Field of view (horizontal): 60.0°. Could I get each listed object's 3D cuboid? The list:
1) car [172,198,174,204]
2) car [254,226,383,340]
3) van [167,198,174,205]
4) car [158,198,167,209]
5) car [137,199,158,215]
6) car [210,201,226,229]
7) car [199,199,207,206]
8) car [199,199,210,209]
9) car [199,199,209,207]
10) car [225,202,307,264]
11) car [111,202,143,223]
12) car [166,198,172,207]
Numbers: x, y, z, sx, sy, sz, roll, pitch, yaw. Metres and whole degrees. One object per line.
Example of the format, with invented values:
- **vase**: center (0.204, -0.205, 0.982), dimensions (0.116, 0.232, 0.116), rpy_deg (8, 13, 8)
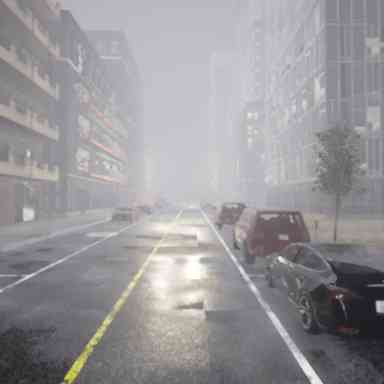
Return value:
- **car**: center (-5.757, 2.190, 72.917), dimensions (2.192, 1.841, 5.009), rpy_deg (1, -1, 0)
- **car**: center (2.694, 1.637, 6.650), dimensions (1.947, 1.339, 4.313), rpy_deg (1, -1, 0)
- **van**: center (-5.746, 2.454, 89.485), dimensions (1.690, 1.788, 3.998), rpy_deg (1, -1, 0)
- **car**: center (-5.737, 2.219, 56.346), dimensions (1.947, 1.339, 4.313), rpy_deg (1, -1, 0)
- **car**: center (-5.717, 1.757, 39.781), dimensions (2.192, 1.841, 5.009), rpy_deg (1, -1, 0)
- **car**: center (2.680, 1.564, 23.221), dimensions (2.192, 1.841, 5.009), rpy_deg (1, -1, 0)
- **car**: center (2.631, 2.480, 78.616), dimensions (1.752, 1.417, 4.829), rpy_deg (1, -1, 0)
- **car**: center (2.644, 2.236, 56.353), dimensions (1.802, 1.307, 4.206), rpy_deg (1, -1, 0)
- **car**: center (2.636, 2.315, 72.923), dimensions (1.967, 1.590, 4.097), rpy_deg (1, -1, 0)
- **car**: center (2.692, 1.445, 12.176), dimensions (2.192, 1.841, 5.009), rpy_deg (1, -1, 0)
- **car**: center (-5.708, 1.856, 28.733), dimensions (1.887, 1.381, 4.507), rpy_deg (1, -1, 0)
- **car**: center (-5.749, 2.115, 67.395), dimensions (2.192, 1.841, 5.009), rpy_deg (1, -1, 0)
